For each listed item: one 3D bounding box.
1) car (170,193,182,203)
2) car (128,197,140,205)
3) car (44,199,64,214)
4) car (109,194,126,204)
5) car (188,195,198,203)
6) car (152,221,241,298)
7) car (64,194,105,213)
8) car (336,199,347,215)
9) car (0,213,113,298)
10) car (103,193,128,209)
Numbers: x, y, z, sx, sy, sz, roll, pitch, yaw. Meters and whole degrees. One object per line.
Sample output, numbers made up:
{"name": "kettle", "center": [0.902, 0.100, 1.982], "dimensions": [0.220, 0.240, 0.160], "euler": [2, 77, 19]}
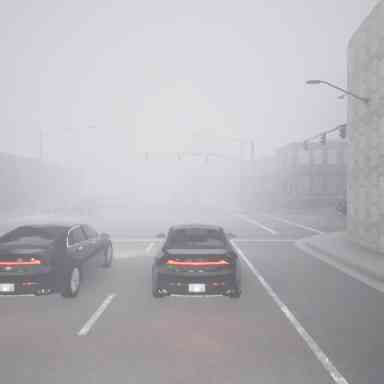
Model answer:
{"name": "car", "center": [-3.288, 1.221, 68.287], "dimensions": [2.150, 2.045, 5.566], "euler": [0, 0, 0]}
{"name": "car", "center": [-10.392, 1.564, 58.798], "dimensions": [1.994, 1.385, 4.181], "euler": [0, 0, 0]}
{"name": "car", "center": [-13.988, 1.492, 35.468], "dimensions": [2.128, 1.511, 4.902], "euler": [0, 0, 0]}
{"name": "car", "center": [-13.860, 1.352, 62.212], "dimensions": [2.097, 1.767, 4.553], "euler": [0, 0, 1]}
{"name": "car", "center": [0.212, 1.352, 68.220], "dimensions": [2.097, 1.767, 4.553], "euler": [0, 0, 0]}
{"name": "car", "center": [0.105, 1.505, 8.509], "dimensions": [1.837, 1.490, 4.892], "euler": [0, 0, 0]}
{"name": "car", "center": [-10.497, 1.350, 32.871], "dimensions": [2.097, 1.767, 4.553], "euler": [0, 0, 0]}
{"name": "car", "center": [14.906, 0.764, 27.550], "dimensions": [5.566, 2.045, 2.150], "euler": [-5, 0, 0]}
{"name": "car", "center": [-3.395, 1.505, 8.525], "dimensions": [1.837, 1.490, 4.892], "euler": [0, 0, 0]}
{"name": "car", "center": [-10.456, 1.352, 45.062], "dimensions": [2.097, 1.767, 4.553], "euler": [0, 0, 0]}
